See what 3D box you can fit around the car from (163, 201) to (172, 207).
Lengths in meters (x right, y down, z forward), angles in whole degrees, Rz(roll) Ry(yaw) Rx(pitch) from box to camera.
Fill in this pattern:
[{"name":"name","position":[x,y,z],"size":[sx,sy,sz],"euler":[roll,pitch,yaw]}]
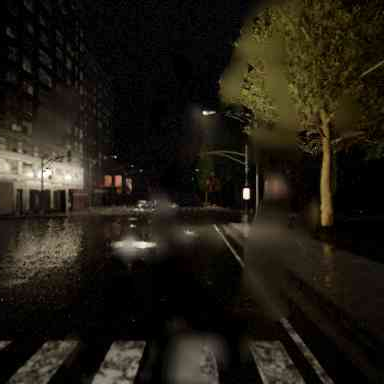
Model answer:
[{"name":"car","position":[-6.256,2.980,83.941],"size":[1.895,1.301,4.718],"euler":[0,-1,0]}]

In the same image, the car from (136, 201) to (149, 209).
[{"name":"car","position":[-9.603,2.433,63.938],"size":[2.128,1.511,4.902],"euler":[0,-1,1]}]

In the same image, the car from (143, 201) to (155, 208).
[{"name":"car","position":[-9.534,2.703,74.233],"size":[2.033,1.411,5.357],"euler":[0,-1,0]}]

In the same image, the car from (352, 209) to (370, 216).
[{"name":"car","position":[33.116,4.021,64.918],"size":[4.718,1.301,1.895],"euler":[4,-3,-45]}]

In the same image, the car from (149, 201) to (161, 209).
[{"name":"car","position":[-6.354,2.483,63.671],"size":[2.033,1.411,5.357],"euler":[0,-1,1]}]

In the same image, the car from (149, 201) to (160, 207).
[{"name":"car","position":[-9.503,2.944,84.774],"size":[2.033,1.411,5.357],"euler":[0,-1,0]}]

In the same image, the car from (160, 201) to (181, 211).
[{"name":"car","position":[-3.260,2.301,51.502],"size":[1.895,1.301,4.718],"euler":[0,-1,4]}]

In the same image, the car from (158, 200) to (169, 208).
[{"name":"car","position":[-6.286,2.627,73.619],"size":[1.882,1.535,5.008],"euler":[0,-1,0]}]
